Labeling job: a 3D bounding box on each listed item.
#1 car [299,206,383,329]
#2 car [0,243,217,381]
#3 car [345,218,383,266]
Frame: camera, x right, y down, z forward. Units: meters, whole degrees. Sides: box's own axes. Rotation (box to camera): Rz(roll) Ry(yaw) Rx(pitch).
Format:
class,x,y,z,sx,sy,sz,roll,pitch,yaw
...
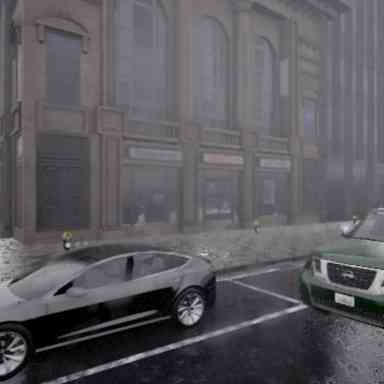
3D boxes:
class,x,y,z,sx,sy,sz,roll,pitch,yaw
car,4.549,1.297,6.617,5.566,2.045,2.150,1,0,-35
car,-1.528,1.585,5.450,4.313,1.339,1.947,1,-1,-35
car,7.636,1.698,11.974,4.313,1.339,1.947,1,-1,-35
